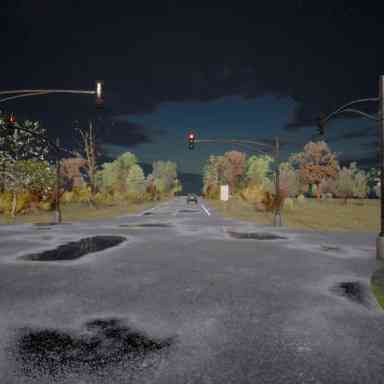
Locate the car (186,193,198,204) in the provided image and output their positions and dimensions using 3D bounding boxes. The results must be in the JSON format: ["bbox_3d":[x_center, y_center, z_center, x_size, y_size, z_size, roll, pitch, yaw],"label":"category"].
[{"bbox_3d":[-0.013,1.293,67.602,2.150,2.045,5.566,0,0,0],"label":"car"}]

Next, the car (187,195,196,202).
[{"bbox_3d":[-0.015,1.465,77.993,2.033,1.411,5.357,0,0,0],"label":"car"}]
